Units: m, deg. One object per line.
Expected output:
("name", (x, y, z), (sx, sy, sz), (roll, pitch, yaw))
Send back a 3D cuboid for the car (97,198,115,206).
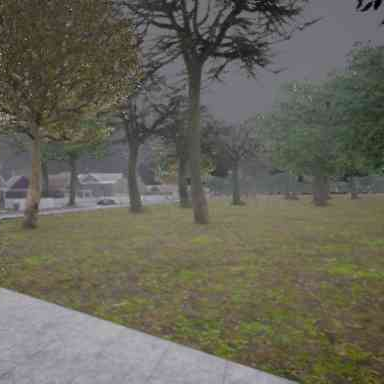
("car", (-15.686, 1.776, 60.747), (1.994, 1.385, 4.181), (-1, 0, 13))
